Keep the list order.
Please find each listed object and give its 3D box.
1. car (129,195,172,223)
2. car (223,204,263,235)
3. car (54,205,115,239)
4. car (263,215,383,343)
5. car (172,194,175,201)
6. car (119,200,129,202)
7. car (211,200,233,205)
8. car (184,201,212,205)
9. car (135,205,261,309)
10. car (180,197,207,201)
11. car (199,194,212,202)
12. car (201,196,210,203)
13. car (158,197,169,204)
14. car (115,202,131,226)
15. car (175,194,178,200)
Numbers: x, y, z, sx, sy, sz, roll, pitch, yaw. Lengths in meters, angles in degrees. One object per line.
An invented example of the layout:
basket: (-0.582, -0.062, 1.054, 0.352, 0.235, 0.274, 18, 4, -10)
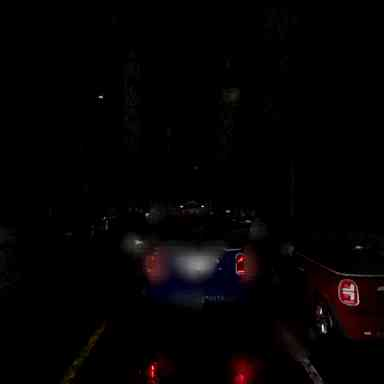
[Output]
car: (-3.026, 1.225, 25.537, 2.150, 2.045, 5.566, 0, 0, 0)
car: (2.860, 1.552, 17.448, 2.008, 1.369, 4.403, 0, 0, 0)
car: (-5.665, 1.567, 17.451, 1.947, 1.339, 4.313, 0, 0, 0)
car: (2.856, 1.440, 6.445, 1.967, 1.590, 4.097, 0, 0, 0)
car: (-5.588, 1.616, 76.374, 2.008, 1.369, 4.403, 0, 0, 0)
car: (-5.661, 1.443, 28.454, 1.967, 1.590, 4.097, 0, 0, 0)
car: (2.865, 1.569, 28.451, 1.947, 1.339, 4.313, 0, 0, 0)
car: (0.102, 1.479, 17.295, 1.882, 1.535, 5.008, 0, 0, 0)
car: (0.102, 1.352, 8.015, 2.097, 1.767, 4.553, 0, 0, 0)
car: (0.010, 1.459, 27.317, 1.801, 1.575, 5.366, 0, 0, 0)
car: (2.912, 1.484, 65.541, 1.967, 1.590, 4.097, 0, 0, 0)
car: (2.924, 1.579, 71.120, 1.752, 1.417, 4.829, 0, 0, 0)
car: (-5.613, 1.625, 65.557, 1.802, 1.307, 4.206, 0, 0, 0)
car: (-5.663, 1.584, 22.953, 1.802, 1.307, 4.206, 0, 0, 0)
car: (-5.554, 1.637, 92.430, 1.752, 1.417, 4.829, 0, 0, 0)
